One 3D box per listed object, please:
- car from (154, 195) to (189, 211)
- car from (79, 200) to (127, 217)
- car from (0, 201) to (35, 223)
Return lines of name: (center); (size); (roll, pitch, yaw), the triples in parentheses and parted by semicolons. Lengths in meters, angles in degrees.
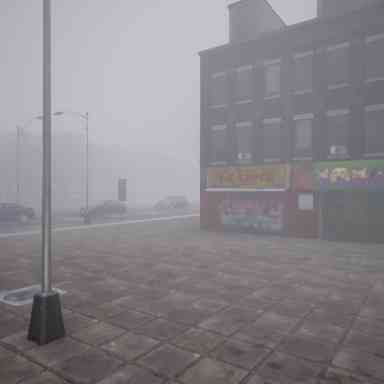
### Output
car: (-2.308, 1.236, 38.495); (2.097, 1.767, 4.553); (0, 0, 35)
car: (-8.027, 1.446, 30.346); (1.812, 1.442, 4.674); (0, 0, 35)
car: (-13.390, 1.432, 22.690); (1.882, 1.535, 5.008); (0, 0, 35)
